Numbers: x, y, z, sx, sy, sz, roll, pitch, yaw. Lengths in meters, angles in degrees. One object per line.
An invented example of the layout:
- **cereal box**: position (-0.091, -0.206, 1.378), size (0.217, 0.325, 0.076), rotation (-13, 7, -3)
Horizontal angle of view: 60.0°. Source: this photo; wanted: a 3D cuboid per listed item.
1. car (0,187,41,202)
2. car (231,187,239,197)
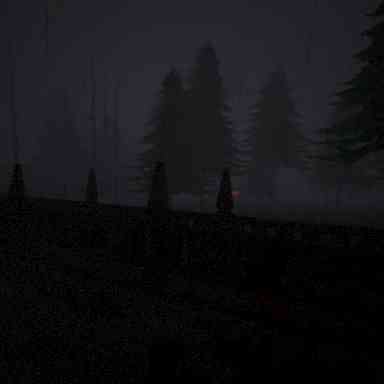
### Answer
- **car**: position (-18.201, 0.245, 34.462), size (2.128, 1.511, 4.902), rotation (3, 2, 37)
- **car**: position (9.325, 0.178, 64.769), size (2.150, 2.045, 5.566), rotation (3, 2, 38)
